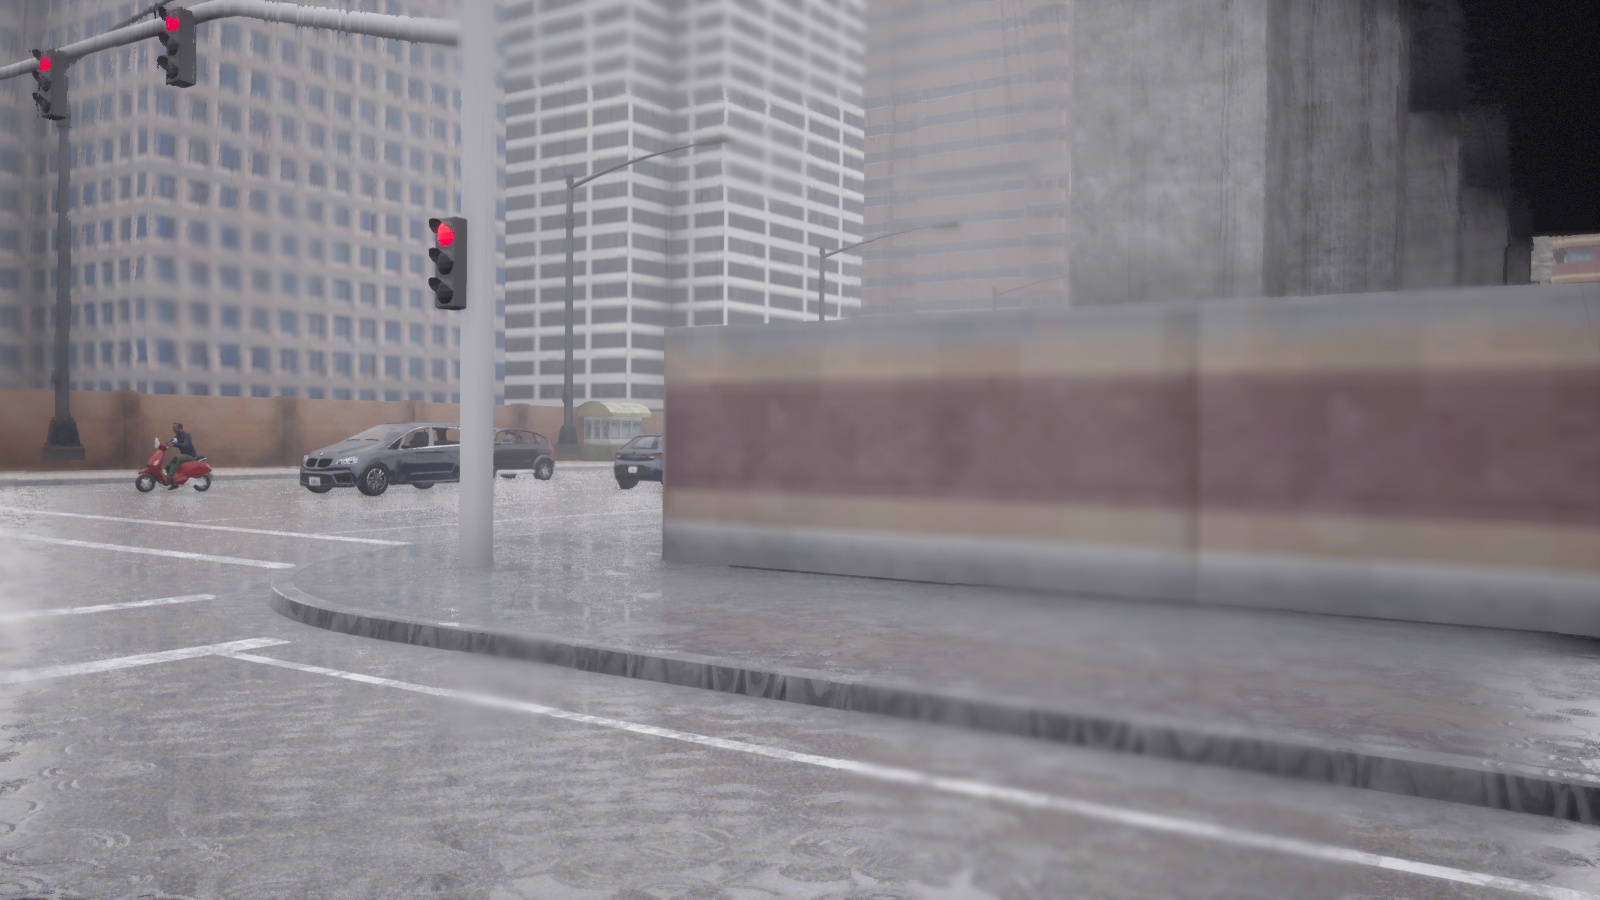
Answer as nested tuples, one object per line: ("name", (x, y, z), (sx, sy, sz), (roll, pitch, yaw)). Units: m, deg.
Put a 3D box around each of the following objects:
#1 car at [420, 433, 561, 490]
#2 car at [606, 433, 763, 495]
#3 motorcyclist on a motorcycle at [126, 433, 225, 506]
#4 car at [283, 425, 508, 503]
("car", (-8.895, 0.295, 36.309), (1.789, 1.549, 3.705), (0, 1, 34))
("car", (-2.922, 0.326, 32.645), (1.816, 1.474, 4.193), (0, 1, 34))
("motorcyclist on a motorcycle", (-14.164, 0.423, 28.513), (0.866, 1.590, 1.817), (0, 0, 34))
("car", (-9.350, 0.259, 29.396), (2.242, 1.667, 4.611), (0, 1, 34))
